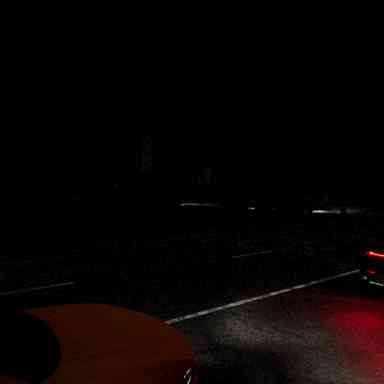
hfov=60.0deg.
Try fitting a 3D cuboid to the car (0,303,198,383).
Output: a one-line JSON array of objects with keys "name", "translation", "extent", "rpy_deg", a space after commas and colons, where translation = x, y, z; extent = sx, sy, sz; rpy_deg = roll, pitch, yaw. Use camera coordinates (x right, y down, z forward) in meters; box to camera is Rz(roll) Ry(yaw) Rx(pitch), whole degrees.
[{"name": "car", "translation": [-2.225, 1.478, 2.141], "extent": [5.008, 1.535, 1.882], "rpy_deg": [0, 0, -36]}]

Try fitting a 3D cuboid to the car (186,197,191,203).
[{"name": "car", "translation": [-2.174, 1.257, 58.634], "extent": [2.128, 1.511, 4.902], "rpy_deg": [-1, 1, -38]}]

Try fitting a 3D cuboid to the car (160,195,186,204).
[{"name": "car", "translation": [-3.561, 1.302, 54.756], "extent": [1.837, 1.490, 4.892], "rpy_deg": [-1, 0, -38]}]

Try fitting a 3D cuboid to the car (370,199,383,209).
[{"name": "car", "translation": [23.279, 1.181, 38.370], "extent": [4.902, 1.511, 2.128], "rpy_deg": [0, 1, 44]}]

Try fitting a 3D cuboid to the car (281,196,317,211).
[{"name": "car", "translation": [11.019, 1.350, 36.564], "extent": [1.994, 1.385, 4.181], "rpy_deg": [-1, 0, -39]}]

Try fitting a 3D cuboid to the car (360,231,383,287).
[{"name": "car", "translation": [5.930, 1.468, 7.976], "extent": [4.892, 1.490, 1.837], "rpy_deg": [0, 0, -35]}]

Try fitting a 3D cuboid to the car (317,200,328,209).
[{"name": "car", "translation": [13.429, 1.234, 39.150], "extent": [1.882, 1.535, 5.008], "rpy_deg": [-1, 0, -39]}]
